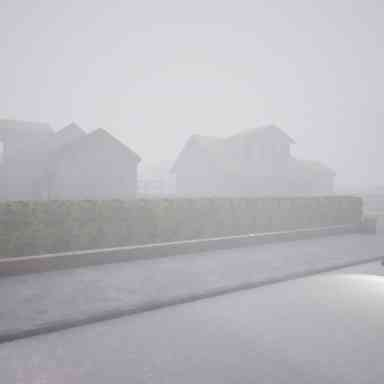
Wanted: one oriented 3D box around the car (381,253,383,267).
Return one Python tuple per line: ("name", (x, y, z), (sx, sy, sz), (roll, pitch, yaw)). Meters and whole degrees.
("car", (7.263, 1.562, 9.422), (4.181, 1.385, 1.994), (0, 0, -33))
